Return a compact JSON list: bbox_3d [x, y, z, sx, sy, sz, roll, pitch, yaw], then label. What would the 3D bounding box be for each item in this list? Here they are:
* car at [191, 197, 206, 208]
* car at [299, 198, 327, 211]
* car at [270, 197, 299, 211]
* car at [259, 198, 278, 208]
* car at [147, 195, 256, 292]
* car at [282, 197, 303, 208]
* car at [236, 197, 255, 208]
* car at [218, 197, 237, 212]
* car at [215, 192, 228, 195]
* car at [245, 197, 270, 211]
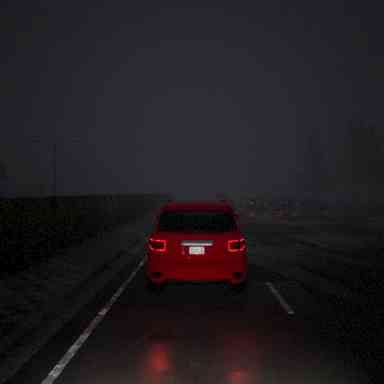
[{"bbox_3d":[0.946,1.491,50.090,2.128,1.511,4.902,0,0,1],"label":"car"},{"bbox_3d":[14.764,1.478,40.649,1.882,1.535,5.008,0,0,1],"label":"car"},{"bbox_3d":[11.280,1.352,41.487,2.097,1.767,4.553,0,0,1],"label":"car"},{"bbox_3d":[11.444,1.564,49.886,1.994,1.385,4.181,0,0,1],"label":"car"},{"bbox_3d":[0.147,1.221,9.095,2.150,2.045,5.566,0,0,1],"label":"car"},{"bbox_3d":[14.943,1.505,49.817,1.837,1.490,4.892,0,0,1],"label":"car"},{"bbox_3d":[7.944,1.491,49.954,2.128,1.511,4.902,0,0,1],"label":"car"},{"bbox_3d":[4.258,1.478,40.437,1.882,1.535,5.008,0,0,1],"label":"car"},{"bbox_3d":[4.446,1.221,50.052,2.150,2.045,5.566,0,0,1],"label":"car"},{"bbox_3d":[7.765,1.352,40.755,2.097,1.767,4.553,0,0,1],"label":"car"}]
